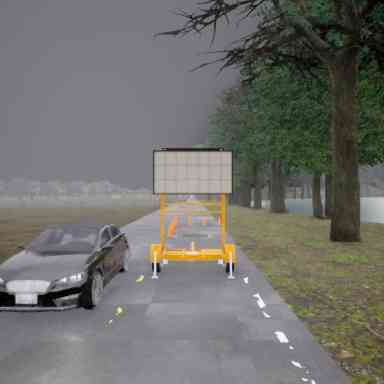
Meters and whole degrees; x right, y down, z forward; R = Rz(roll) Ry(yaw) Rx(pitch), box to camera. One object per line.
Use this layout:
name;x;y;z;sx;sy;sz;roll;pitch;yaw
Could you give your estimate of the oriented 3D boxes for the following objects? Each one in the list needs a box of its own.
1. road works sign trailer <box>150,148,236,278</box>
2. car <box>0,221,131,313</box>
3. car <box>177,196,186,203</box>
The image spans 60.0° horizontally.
road works sign trailer;0.031;0.475;10.113;2.380;3.560;2.880;0;0;0
car;-2.725;1.498;7.934;2.128;1.511;4.902;0;0;0
car;-2.488;1.798;81.604;2.097;1.767;4.553;0;0;0
